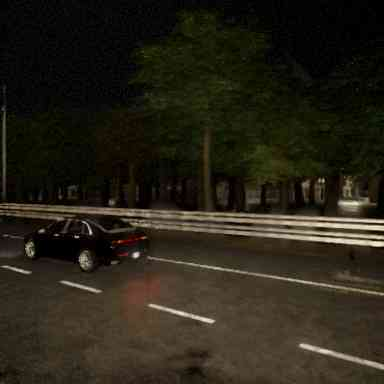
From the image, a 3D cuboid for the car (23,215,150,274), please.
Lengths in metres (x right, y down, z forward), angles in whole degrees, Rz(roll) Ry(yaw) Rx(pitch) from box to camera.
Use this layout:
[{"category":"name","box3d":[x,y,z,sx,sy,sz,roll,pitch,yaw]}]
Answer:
[{"category":"car","box3d":[-3.532,1.506,10.685,4.892,1.490,1.837,0,0,36]}]
